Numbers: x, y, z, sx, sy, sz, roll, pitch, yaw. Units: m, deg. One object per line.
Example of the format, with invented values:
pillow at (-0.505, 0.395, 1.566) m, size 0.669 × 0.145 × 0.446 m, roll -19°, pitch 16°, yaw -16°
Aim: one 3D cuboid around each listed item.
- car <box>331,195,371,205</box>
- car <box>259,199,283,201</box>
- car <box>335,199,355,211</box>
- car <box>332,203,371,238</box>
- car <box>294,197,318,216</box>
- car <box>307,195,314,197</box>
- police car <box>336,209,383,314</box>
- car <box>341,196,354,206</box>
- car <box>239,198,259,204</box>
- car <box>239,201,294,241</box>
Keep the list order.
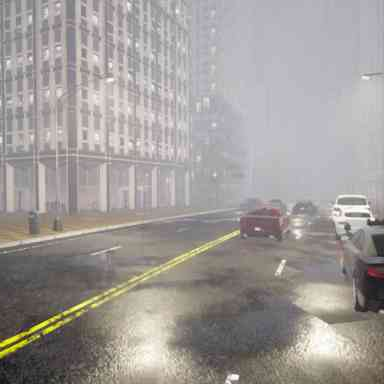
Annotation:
car at (10.396, 1.214, 21.776) m, size 2.150 × 2.045 × 5.566 m, roll 0°, pitch 0°, yaw 24°
car at (9.129, 1.484, 36.451) m, size 1.812 × 1.442 × 4.674 m, roll 0°, pitch 0°, yaw 27°
car at (18.803, 1.573, 40.749) m, size 1.895 × 1.301 × 4.718 m, roll 0°, pitch 0°, yaw 28°
car at (8.043, 1.518, 16.385) m, size 1.812 × 1.442 × 4.674 m, roll 0°, pitch 0°, yaw 23°
car at (11.234, 1.534, 32.894) m, size 1.994 × 1.385 × 4.181 m, roll 0°, pitch 0°, yaw 27°
car at (26.154, 1.379, 73.437) m, size 1.882 × 1.535 × 5.008 m, roll 0°, pitch 0°, yaw 20°
police car at (4.487, 1.421, 7.421) m, size 1.930 × 1.638 × 5.238 m, roll 0°, pitch 0°, yaw 20°
car at (26.167, 1.424, 56.095) m, size 1.882 × 1.535 × 5.008 m, roll 0°, pitch 0°, yaw 23°
car at (7.107, 1.423, 39.620) m, size 1.882 × 1.535 × 5.008 m, roll 0°, pitch 0°, yaw 27°
car at (3.800, 1.464, 16.747) m, size 1.882 × 1.535 × 5.008 m, roll 0°, pitch 0°, yaw 22°
